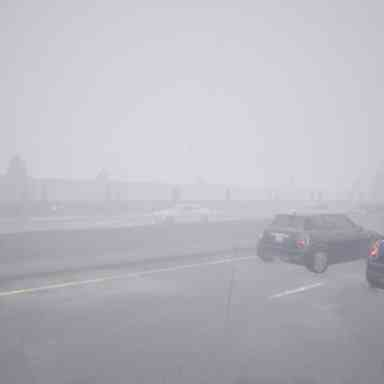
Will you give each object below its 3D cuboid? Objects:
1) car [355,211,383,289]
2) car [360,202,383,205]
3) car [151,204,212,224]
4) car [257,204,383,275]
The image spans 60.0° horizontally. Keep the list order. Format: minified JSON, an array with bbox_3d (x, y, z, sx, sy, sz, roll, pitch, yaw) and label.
[{"bbox_3d":[6.317,1.422,8.098,4.553,1.767,2.097,0,0,-34],"label":"car"},{"bbox_3d":[12.895,1.536,24.061,4.553,1.767,2.097,0,0,-25],"label":"car"},{"bbox_3d":[-0.703,1.633,24.538,4.674,1.442,1.812,1,0,-32],"label":"car"},{"bbox_3d":[4.341,1.424,10.977,4.553,1.767,2.097,0,0,-34],"label":"car"}]
